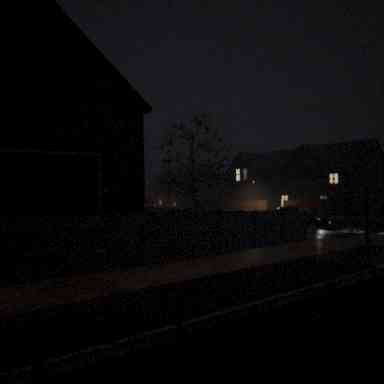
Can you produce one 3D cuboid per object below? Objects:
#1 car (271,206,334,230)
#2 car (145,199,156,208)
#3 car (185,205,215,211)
[{"bbox_3d":[7.278,1.690,22.735,1.812,1.442,4.674,-2,0,-35],"label":"car"},{"bbox_3d":[-7.278,2.009,48.150,2.150,2.045,5.566,-2,0,-35],"label":"car"},{"bbox_3d":[1.051,1.966,31.484,2.033,1.411,5.357,-2,0,-35],"label":"car"}]
